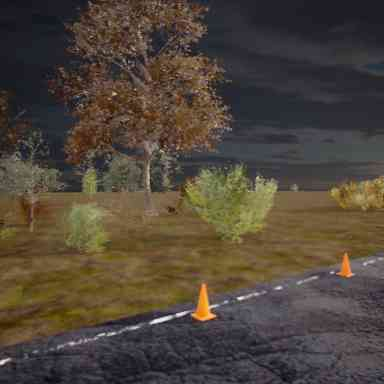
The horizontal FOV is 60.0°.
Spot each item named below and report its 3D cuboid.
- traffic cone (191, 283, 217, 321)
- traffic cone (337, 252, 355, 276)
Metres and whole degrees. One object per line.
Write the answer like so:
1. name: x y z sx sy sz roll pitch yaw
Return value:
1. traffic cone: 0.213 1.951 6.018 0.340 0.580 0.340 0 0 -37
2. traffic cone: 4.163 1.934 8.999 0.340 0.580 0.340 0 0 -38
